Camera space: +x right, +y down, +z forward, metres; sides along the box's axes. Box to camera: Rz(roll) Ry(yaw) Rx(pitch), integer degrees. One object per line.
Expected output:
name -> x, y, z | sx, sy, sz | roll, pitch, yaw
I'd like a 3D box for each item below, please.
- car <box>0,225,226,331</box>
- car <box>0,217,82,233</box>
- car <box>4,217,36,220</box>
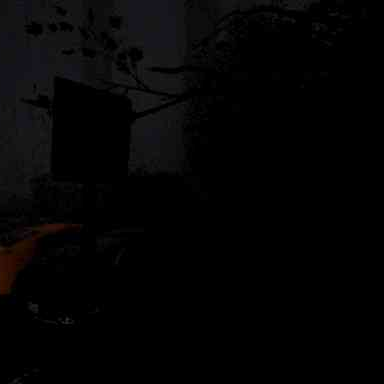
car -> -1.045, 1.523, 7.117 | 2.231, 1.521, 4.892 | -1, 0, 36
car -> -3.285, 1.542, 8.722 | 2.097, 1.535, 5.008 | 0, 0, 36
car -> -5.517, 1.561, 10.334 | 2.231, 1.521, 4.892 | 0, 0, 36
